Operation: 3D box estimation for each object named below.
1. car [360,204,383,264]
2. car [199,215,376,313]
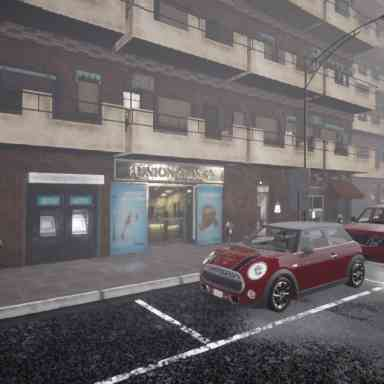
[{"bbox_3d":[6.628,1.320,10.844,5.009,1.841,2.192,0,0,-36],"label":"car"},{"bbox_3d":[2.126,1.442,7.621,4.097,1.590,1.967,0,0,-36],"label":"car"}]
